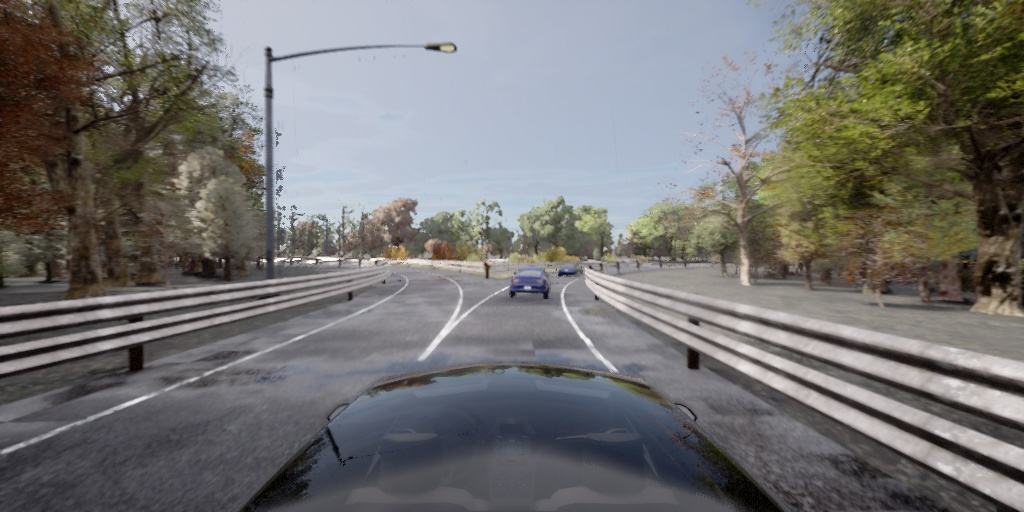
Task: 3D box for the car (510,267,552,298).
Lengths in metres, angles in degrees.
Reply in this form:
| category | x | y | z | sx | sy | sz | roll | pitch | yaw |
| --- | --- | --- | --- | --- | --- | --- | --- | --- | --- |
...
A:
| category | x | y | z | sx | sy | sz | roll | pitch | yaw |
| --- | --- | --- | --- | --- | --- | --- | --- | --- | --- |
| car | 1.032 | 1.276 | 18.427 | 1.812 | 1.442 | 4.674 | 1 | 0 | 8 |

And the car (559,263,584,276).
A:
| category | x | y | z | sx | sy | sz | roll | pitch | yaw |
| --- | --- | --- | --- | --- | --- | --- | --- | --- | --- |
| car | 6.533 | 1.477 | 39.364 | 1.994 | 1.385 | 4.181 | -1 | -1 | 24 |
